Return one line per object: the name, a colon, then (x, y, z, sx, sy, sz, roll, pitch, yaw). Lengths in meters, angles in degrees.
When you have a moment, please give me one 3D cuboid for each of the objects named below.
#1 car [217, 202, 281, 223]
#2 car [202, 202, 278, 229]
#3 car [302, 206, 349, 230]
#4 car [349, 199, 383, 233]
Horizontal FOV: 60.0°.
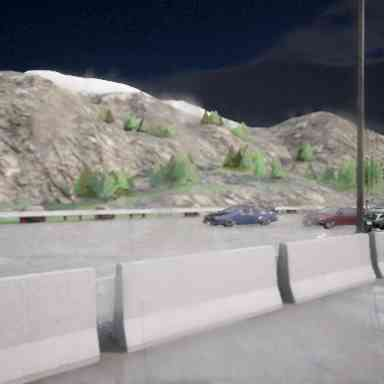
car: (4.708, 1.589, 27.194, 4.902, 1.511, 2.128, 0, 0, -28)
car: (3.360, 1.624, 22.479, 5.357, 1.411, 2.033, 0, 0, -30)
car: (9.371, 1.643, 21.780, 4.674, 1.442, 1.812, 0, 0, -28)
car: (12.014, 1.351, 19.241, 5.566, 2.045, 2.150, 0, 0, -28)
